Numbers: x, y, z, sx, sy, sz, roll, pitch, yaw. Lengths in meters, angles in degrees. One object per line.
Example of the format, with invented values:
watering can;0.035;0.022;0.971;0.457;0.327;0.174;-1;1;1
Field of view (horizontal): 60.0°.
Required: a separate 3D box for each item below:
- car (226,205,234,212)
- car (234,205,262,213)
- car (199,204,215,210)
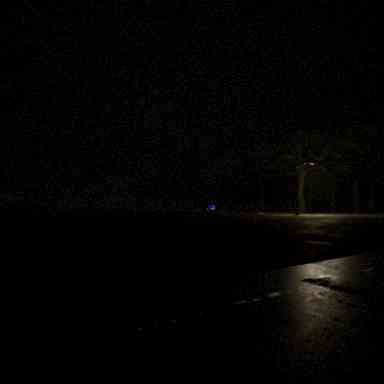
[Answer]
car;9.354;3.504;71.749;2.128;1.511;4.902;1;-2;-33
car;10.892;3.235;62.961;2.033;1.411;5.357;1;-2;-33
car;3.648;3.610;80.477;1.882;1.535;5.008;1;-2;-33
